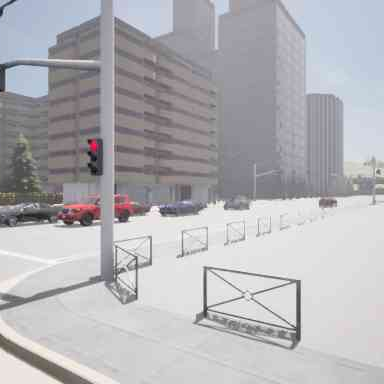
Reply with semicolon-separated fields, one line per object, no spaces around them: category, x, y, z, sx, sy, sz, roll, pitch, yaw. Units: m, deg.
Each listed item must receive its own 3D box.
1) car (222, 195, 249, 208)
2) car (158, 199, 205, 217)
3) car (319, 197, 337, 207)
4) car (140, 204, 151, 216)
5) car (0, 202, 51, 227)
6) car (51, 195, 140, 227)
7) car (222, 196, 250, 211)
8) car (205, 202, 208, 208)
car;6.456;1.354;48.654;2.097;1.767;4.553;0;0;35
car;-1.094;1.601;31.633;1.895;1.301;4.718;0;0;35
car;20.783;1.478;50.716;1.882;1.535;5.008;0;0;35
car;-6.043;1.601;30.619;1.895;1.301;4.718;0;0;35
car;-11.302;1.492;22.987;2.128;1.511;4.902;0;0;35
car;-6.640;1.221;23.586;2.150;2.045;5.566;0;0;35
car;5.609;1.526;41.327;1.812;1.442;4.674;0;0;34
car;-0.167;1.547;39.135;2.033;1.411;5.357;0;0;35
